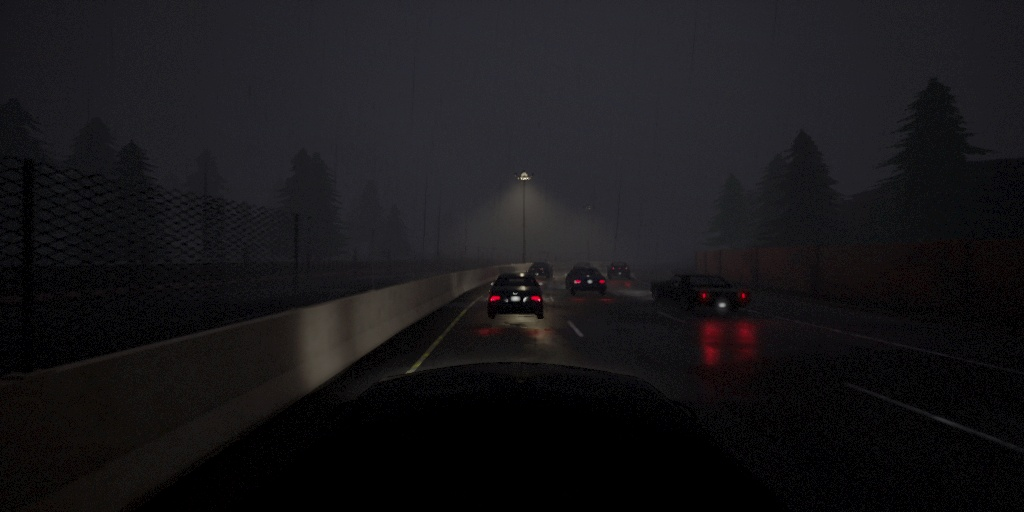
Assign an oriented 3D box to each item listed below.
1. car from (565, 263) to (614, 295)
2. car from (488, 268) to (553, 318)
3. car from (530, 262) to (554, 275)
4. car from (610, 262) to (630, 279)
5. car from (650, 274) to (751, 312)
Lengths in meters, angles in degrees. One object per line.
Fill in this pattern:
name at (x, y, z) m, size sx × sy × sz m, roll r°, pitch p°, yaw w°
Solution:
car at (4.077, 1.336, 20.254) m, size 2.033 × 1.411 × 5.357 m, roll 0°, pitch 0°, yaw 5°
car at (0.165, 1.321, 13.119) m, size 2.033 × 1.411 × 5.357 m, roll 0°, pitch 0°, yaw 1°
car at (2.744, 1.320, 33.547) m, size 1.837 × 1.490 × 4.892 m, roll 0°, pitch 0°, yaw 13°
car at (9.861, 1.307, 33.271) m, size 2.128 × 1.511 × 4.902 m, roll 0°, pitch 0°, yaw 13°
car at (7.211, 1.377, 14.381) m, size 1.895 × 1.301 × 4.718 m, roll 0°, pitch 0°, yaw 2°
